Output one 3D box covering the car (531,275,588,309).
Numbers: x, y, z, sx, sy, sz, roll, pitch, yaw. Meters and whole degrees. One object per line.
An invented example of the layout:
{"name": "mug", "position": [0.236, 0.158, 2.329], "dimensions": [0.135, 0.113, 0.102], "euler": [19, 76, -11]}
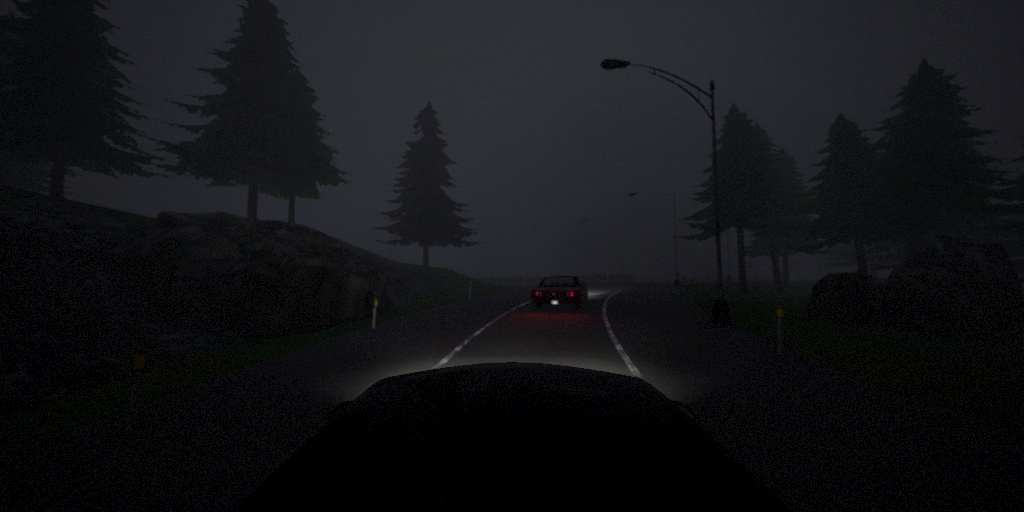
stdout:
{"name": "car", "position": [2.220, 1.488, 15.607], "dimensions": [1.895, 1.301, 4.718], "euler": [-1, -1, 16]}
